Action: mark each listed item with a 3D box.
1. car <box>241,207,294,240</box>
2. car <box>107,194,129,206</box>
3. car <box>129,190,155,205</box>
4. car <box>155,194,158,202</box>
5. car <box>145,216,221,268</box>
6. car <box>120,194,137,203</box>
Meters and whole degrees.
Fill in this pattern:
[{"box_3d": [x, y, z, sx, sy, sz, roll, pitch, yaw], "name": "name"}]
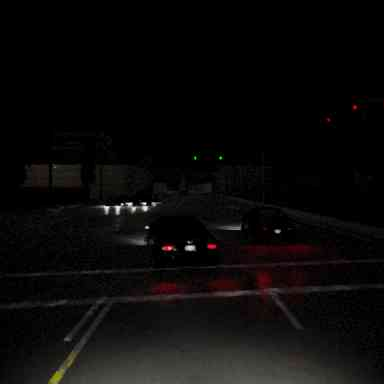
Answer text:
[{"box_3d": [3.602, 1.436, 16.289, 1.812, 1.442, 4.674, 0, 1, 0], "name": "car"}, {"box_3d": [-10.520, 1.111, 46.445, 1.812, 1.442, 4.674, 0, 1, 1], "name": "car"}, {"box_3d": [-7.018, 0.791, 47.459, 2.150, 2.045, 5.566, 0, 1, 1], "name": "car"}, {"box_3d": [-7.009, 0.932, 57.241, 1.882, 1.535, 5.008, 0, 1, 0], "name": "car"}, {"box_3d": [-0.514, 1.499, 11.168, 2.033, 1.411, 5.357, 0, 0, -11], "name": "car"}, {"box_3d": [-10.514, 1.045, 55.222, 1.994, 1.385, 4.181, 0, 1, 1], "name": "car"}]
